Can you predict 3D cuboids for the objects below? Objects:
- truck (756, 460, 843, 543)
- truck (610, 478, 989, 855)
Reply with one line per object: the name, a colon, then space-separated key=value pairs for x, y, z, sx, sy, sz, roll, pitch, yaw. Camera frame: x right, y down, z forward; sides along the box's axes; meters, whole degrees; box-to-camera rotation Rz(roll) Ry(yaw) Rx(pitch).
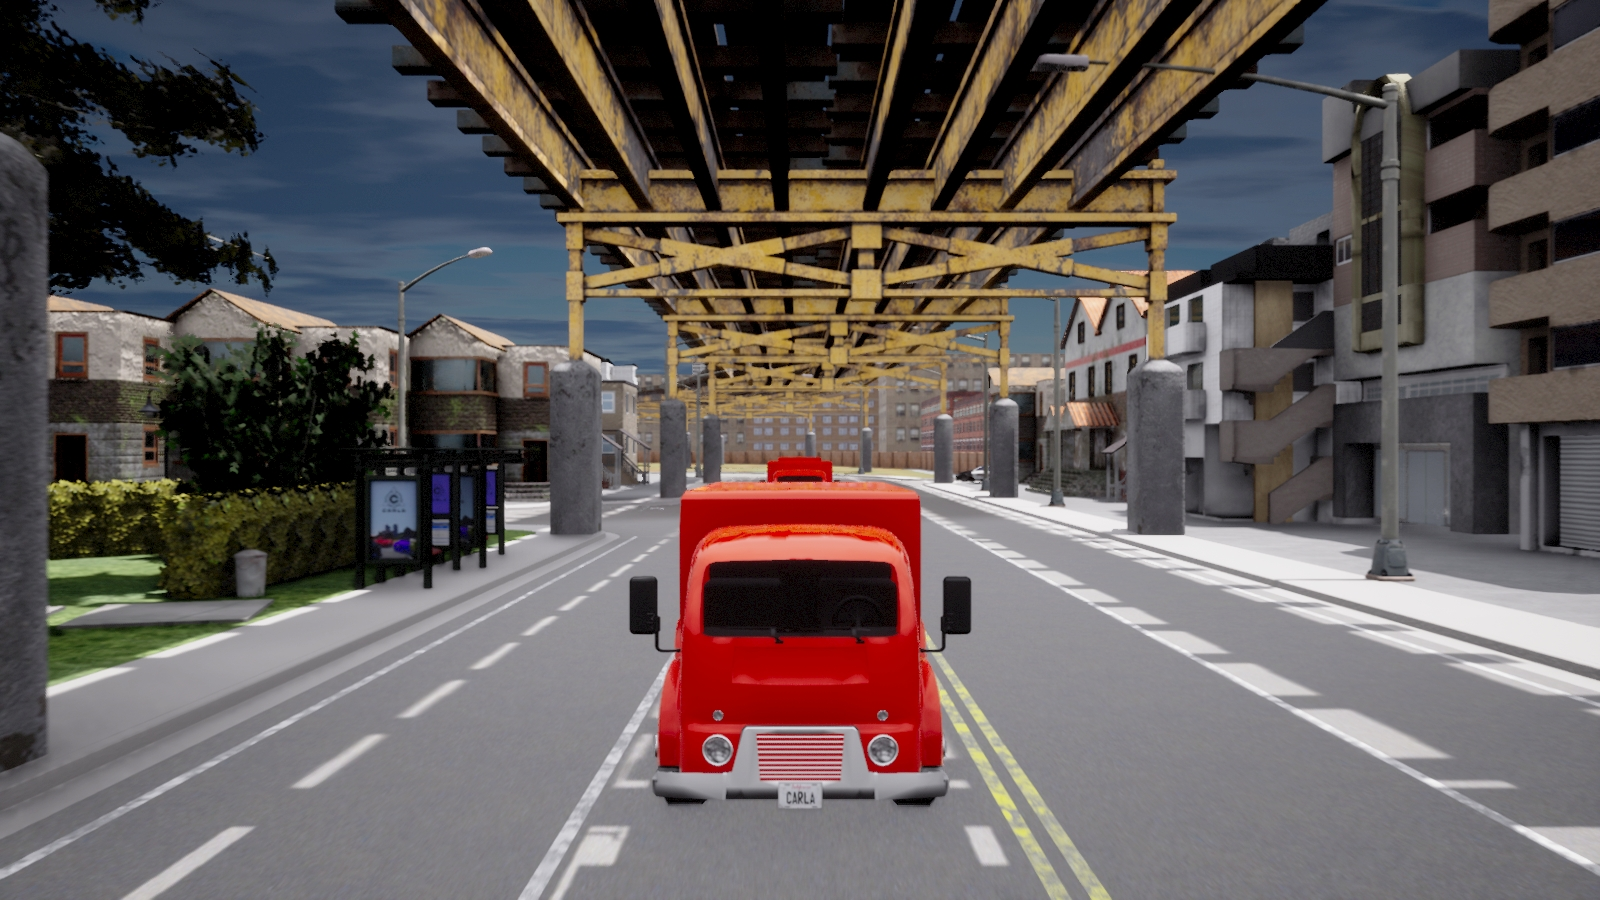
truck: x=-0.007 y=1.571 z=36.997 sx=2.627 sy=2.467 sz=5.204 roll=0 pitch=0 yaw=0
truck: x=0.000 y=1.564 z=10.528 sx=2.627 sy=2.467 sz=5.204 roll=0 pitch=0 yaw=0
